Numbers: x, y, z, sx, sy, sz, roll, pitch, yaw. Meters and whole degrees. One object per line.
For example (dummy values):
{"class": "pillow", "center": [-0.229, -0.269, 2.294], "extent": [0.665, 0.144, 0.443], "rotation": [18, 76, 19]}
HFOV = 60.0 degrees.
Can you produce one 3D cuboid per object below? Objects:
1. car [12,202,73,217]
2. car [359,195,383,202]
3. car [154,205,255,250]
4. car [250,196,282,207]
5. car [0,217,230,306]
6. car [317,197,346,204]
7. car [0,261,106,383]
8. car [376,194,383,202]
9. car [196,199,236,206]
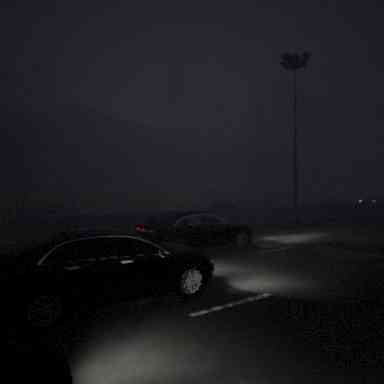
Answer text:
{"class": "car", "center": [-13.029, 1.569, 29.093], "extent": [4.718, 1.301, 1.895], "rotation": [0, 0, -35]}
{"class": "car", "center": [22.943, 1.136, 41.795], "extent": [4.553, 1.767, 2.097], "rotation": [0, 0, -35]}
{"class": "car", "center": [0.173, 1.455, 12.468], "extent": [4.902, 1.511, 2.128], "rotation": [0, 0, -35]}
{"class": "car", "center": [10.186, 1.303, 45.625], "extent": [5.008, 1.535, 1.882], "rotation": [-1, 0, -35]}
{"class": "car", "center": [-1.727, 1.492, 6.812], "extent": [4.892, 1.490, 1.837], "rotation": [0, 0, -36]}
{"class": "car", "center": [20.279, 1.376, 48.478], "extent": [4.718, 1.301, 1.895], "rotation": [0, 0, -35]}
{"class": "car", "center": [-2.989, 1.534, 1.613], "extent": [4.674, 1.442, 1.812], "rotation": [0, 0, -36]}
{"class": "car", "center": [37.934, 1.180, 64.751], "extent": [4.674, 1.442, 1.812], "rotation": [0, 0, -34]}
{"class": "car", "center": [2.188, 1.425, 31.342], "extent": [4.674, 1.442, 1.812], "rotation": [0, 0, -35]}
